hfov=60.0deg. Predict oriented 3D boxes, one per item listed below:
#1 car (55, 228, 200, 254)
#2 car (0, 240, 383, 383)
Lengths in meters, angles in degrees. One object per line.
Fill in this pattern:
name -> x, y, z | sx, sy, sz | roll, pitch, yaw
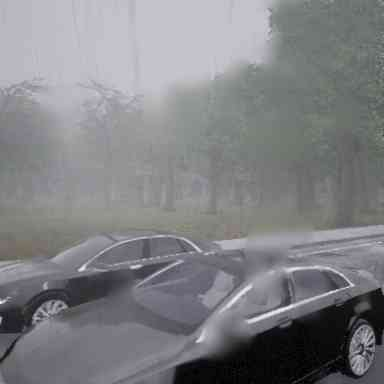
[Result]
car -> -1.451, 1.532, 6.640 | 4.892, 1.490, 1.837 | 1, 0, -35
car -> 0.438, 1.519, 3.995 | 4.902, 1.511, 2.128 | 1, 0, -35
